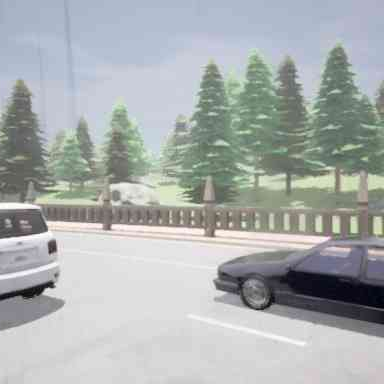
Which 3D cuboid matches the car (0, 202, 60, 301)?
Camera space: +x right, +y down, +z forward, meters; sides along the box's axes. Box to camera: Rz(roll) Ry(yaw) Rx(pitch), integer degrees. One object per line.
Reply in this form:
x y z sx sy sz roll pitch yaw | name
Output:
-5.294 1.242 7.164 5.566 2.045 2.150 0 0 31 | car

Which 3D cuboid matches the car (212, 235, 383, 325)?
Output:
3.049 1.518 6.000 5.357 1.411 2.033 0 0 35 | car
